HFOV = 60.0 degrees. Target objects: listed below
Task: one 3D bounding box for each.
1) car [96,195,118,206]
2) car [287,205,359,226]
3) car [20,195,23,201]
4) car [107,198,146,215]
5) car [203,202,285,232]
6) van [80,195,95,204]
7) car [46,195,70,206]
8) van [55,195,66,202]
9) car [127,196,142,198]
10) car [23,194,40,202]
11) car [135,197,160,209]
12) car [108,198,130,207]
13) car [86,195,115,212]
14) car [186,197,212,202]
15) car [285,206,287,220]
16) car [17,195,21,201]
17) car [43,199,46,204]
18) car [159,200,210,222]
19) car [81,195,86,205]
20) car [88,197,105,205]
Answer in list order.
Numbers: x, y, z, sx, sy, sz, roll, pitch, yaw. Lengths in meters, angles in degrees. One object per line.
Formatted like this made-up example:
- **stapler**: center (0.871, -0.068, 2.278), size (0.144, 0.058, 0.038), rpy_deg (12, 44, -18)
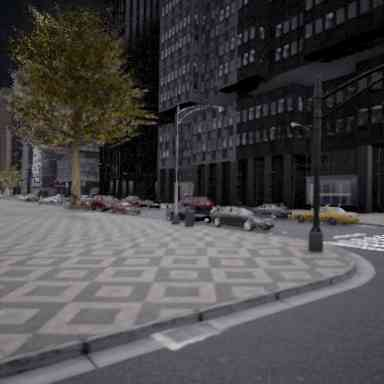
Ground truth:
- **car**: center (-15.531, 1.512, 60.600), size (2.192, 1.841, 5.009), rpy_deg (1, -1, -35)
- **car**: center (9.786, 1.659, 24.697), size (1.752, 1.417, 4.829), rpy_deg (1, -1, -35)
- **car**: center (-38.384, 1.610, 78.207), size (2.008, 1.369, 4.403), rpy_deg (1, -1, -35)
- **car**: center (-6.610, 1.555, 33.154), size (1.802, 1.307, 4.206), rpy_deg (1, -1, -35)
- **car**: center (2.923, 1.502, 19.639), size (2.008, 1.369, 4.403), rpy_deg (1, -1, -35)
- **van**: center (-21.886, 1.556, 69.610), size (1.690, 1.788, 3.998), rpy_deg (1, -1, -35)
- **car**: center (-22.495, 1.455, 55.682), size (1.967, 1.590, 4.097), rpy_deg (1, -1, -35)
- **van**: center (-34.595, 1.592, 87.629), size (1.690, 1.788, 3.998), rpy_deg (1, -1, -35)
- **car**: center (-9.176, 1.495, 51.590), size (2.192, 1.841, 5.009), rpy_deg (1, -1, -35)
- **car**: center (-35.203, 1.365, 73.705), size (2.192, 1.841, 5.009), rpy_deg (1, -1, -35)
- **car**: center (-6.003, 1.737, 47.082), size (1.947, 1.339, 4.313), rpy_deg (1, -1, -35)
- **car**: center (-12.357, 1.733, 56.092), size (1.887, 1.381, 4.507), rpy_deg (1, -1, -35)
- **car**: center (-9.783, 1.296, 37.663), size (2.192, 1.841, 5.009), rpy_deg (1, -1, -35)
- **car**: center (0.355, 1.470, 38.076), size (2.192, 1.841, 5.009), rpy_deg (1, -1, -35)
- **car**: center (6.706, 1.691, 29.063), size (2.008, 1.369, 4.403), rpy_deg (1, -1, -35)
- **car**: center (-41.464, 1.594, 82.574), size (1.752, 1.417, 4.829), rpy_deg (1, -1, -35)
- **car**: center (-25.576, 1.548, 60.047), size (1.752, 1.417, 4.829), rpy_deg (1, -1, -35)
- **car**: center (-0.254, 1.524, 24.144), size (1.947, 1.339, 4.313), rpy_deg (1, -1, -35)
- **car**: center (-12.962, 1.429, 42.166), size (1.967, 1.590, 4.097), rpy_deg (1, -1, -35)
- **car**: center (-18.712, 1.750, 65.102), size (1.887, 1.381, 4.507), rpy_deg (1, -1, -35)
